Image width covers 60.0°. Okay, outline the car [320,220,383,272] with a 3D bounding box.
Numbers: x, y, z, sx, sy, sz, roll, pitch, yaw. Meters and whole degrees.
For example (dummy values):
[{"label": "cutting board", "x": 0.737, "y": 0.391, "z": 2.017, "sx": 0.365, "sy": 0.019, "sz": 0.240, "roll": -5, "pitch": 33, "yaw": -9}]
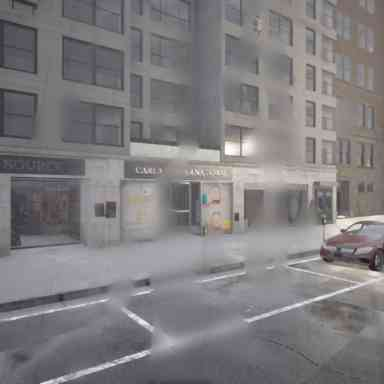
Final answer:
[{"label": "car", "x": 5.907, "y": 1.582, "z": 10.778, "sx": 4.206, "sy": 1.307, "sz": 1.802, "roll": 0, "pitch": 0, "yaw": -36}]
